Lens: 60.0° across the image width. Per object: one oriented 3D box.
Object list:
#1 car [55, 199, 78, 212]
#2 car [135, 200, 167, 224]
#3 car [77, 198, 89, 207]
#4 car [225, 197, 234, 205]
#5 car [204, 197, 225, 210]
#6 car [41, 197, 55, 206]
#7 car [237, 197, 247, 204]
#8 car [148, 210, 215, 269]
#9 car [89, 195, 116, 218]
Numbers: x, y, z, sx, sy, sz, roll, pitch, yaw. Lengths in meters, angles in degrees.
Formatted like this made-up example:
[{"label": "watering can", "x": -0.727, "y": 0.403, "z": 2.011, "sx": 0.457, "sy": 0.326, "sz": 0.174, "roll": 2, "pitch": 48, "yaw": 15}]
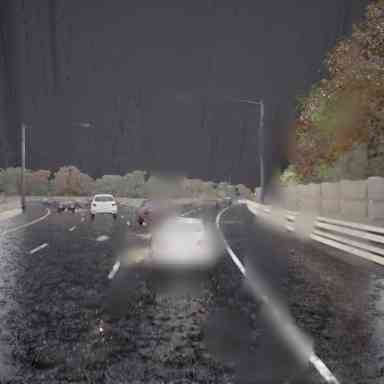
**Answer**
[{"label": "car", "x": -15.005, "y": 1.697, "z": 39.578, "sx": 1.895, "sy": 1.301, "sz": 4.718, "roll": 0, "pitch": 0, "yaw": -22}, {"label": "car", "x": -3.113, "y": 1.392, "z": 25.076, "sx": 2.097, "sy": 1.767, "sz": 4.553, "roll": 0, "pitch": 0, "yaw": -13}, {"label": "car", "x": -17.239, "y": 1.610, "z": 52.213, "sx": 2.128, "sy": 1.511, "sz": 4.902, "roll": 0, "pitch": 0, "yaw": -28}, {"label": "car", "x": 6.667, "y": 1.645, "z": 61.919, "sx": 1.812, "sy": 1.442, "sz": 4.674, "roll": 0, "pitch": -1, "yaw": 13}, {"label": "car", "x": 2.744, "y": 1.535, "z": 44.388, "sx": 2.128, "sy": 1.511, "sz": 4.902, "roll": 0, "pitch": 0, "yaw": 10}, {"label": "car", "x": -25.301, "y": 1.645, "z": 58.712, "sx": 2.128, "sy": 1.511, "sz": 4.902, "roll": 0, "pitch": 0, "yaw": -33}, {"label": "car", "x": 13.614, "y": 2.581, "z": 89.988, "sx": 2.150, "sy": 2.045, "sz": 5.566, "roll": 0, "pitch": -4, "yaw": 15}, {"label": "car", "x": -0.244, "y": 1.540, "z": 11.132, "sx": 1.812, "sy": 1.442, "sz": 4.674, "roll": 0, "pitch": 0, "yaw": 0}, {"label": "car", "x": -8.283, "y": 1.285, "z": 30.997, "sx": 2.150, "sy": 2.045, "sz": 5.566, "roll": 0, "pitch": 0, "yaw": -17}]
